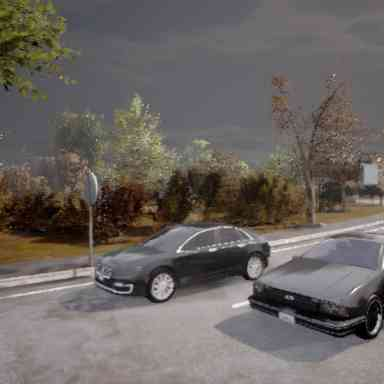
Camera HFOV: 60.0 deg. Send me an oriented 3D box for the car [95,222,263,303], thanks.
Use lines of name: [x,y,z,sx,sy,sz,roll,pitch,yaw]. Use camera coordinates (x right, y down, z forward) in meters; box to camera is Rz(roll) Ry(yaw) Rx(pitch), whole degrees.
car: [-0.003,1.573,8.516,4.892,1.490,1.837,0,-1,-38]

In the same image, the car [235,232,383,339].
car: [3.563,1.584,6.864,5.357,1.411,2.033,0,-1,-38]
